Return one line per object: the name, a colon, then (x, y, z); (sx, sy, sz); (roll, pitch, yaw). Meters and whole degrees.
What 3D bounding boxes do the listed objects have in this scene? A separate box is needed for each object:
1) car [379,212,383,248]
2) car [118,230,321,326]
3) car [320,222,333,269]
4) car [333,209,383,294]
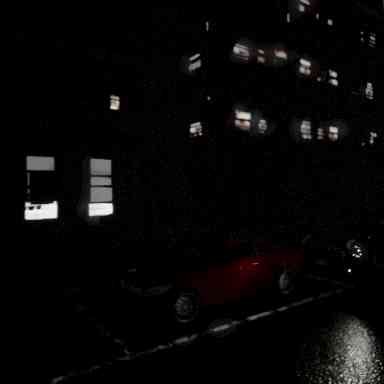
car: (9.691, 1.455, 13.455); (4.403, 1.369, 2.008); (0, 0, -36)
car: (0.574, 1.555, 6.944); (4.206, 1.307, 1.802); (0, 0, -36)
car: (5.131, 1.379, 10.200); (4.097, 1.590, 1.967); (0, 0, -36)
car: (5.841, 1.166, 7.551); (5.566, 2.045, 2.150); (0, 0, -36)
